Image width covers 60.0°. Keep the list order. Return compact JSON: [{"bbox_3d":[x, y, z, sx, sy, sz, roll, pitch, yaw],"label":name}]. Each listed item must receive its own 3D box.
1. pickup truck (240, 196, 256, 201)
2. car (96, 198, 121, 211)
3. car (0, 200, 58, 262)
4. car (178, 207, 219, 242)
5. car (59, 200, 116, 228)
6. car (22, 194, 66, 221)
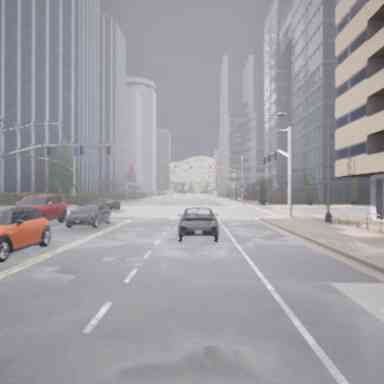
[{"bbox_3d":[14.331,1.160,85.124,2.390,2.098,6.274,0,0,31],"label":"pickup truck"},{"bbox_3d":[-10.617,1.500,39.508,4.892,1.490,1.837,0,0,33],"label":"car"},{"bbox_3d":[-6.929,1.339,11.957,2.097,1.767,4.553,0,0,1],"label":"car"},{"bbox_3d":[0.317,1.504,16.539,2.128,1.511,4.902,0,0,1],"label":"car"},{"bbox_3d":[-6.706,1.508,21.963,1.837,1.490,4.892,0,0,1],"label":"car"},{"bbox_3d":[-10.199,1.190,22.270,2.150,2.045,5.566,0,0,1],"label":"car"}]
